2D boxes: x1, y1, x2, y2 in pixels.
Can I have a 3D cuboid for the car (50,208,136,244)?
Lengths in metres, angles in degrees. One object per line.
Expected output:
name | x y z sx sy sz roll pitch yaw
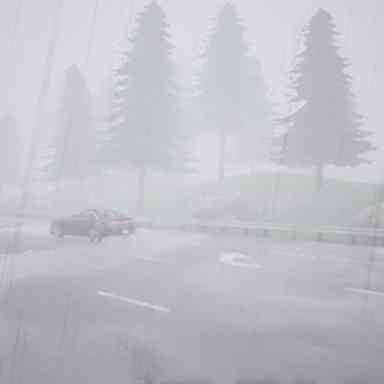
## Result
car | -4.877 1.538 16.038 4.902 1.511 2.128 0 0 36
